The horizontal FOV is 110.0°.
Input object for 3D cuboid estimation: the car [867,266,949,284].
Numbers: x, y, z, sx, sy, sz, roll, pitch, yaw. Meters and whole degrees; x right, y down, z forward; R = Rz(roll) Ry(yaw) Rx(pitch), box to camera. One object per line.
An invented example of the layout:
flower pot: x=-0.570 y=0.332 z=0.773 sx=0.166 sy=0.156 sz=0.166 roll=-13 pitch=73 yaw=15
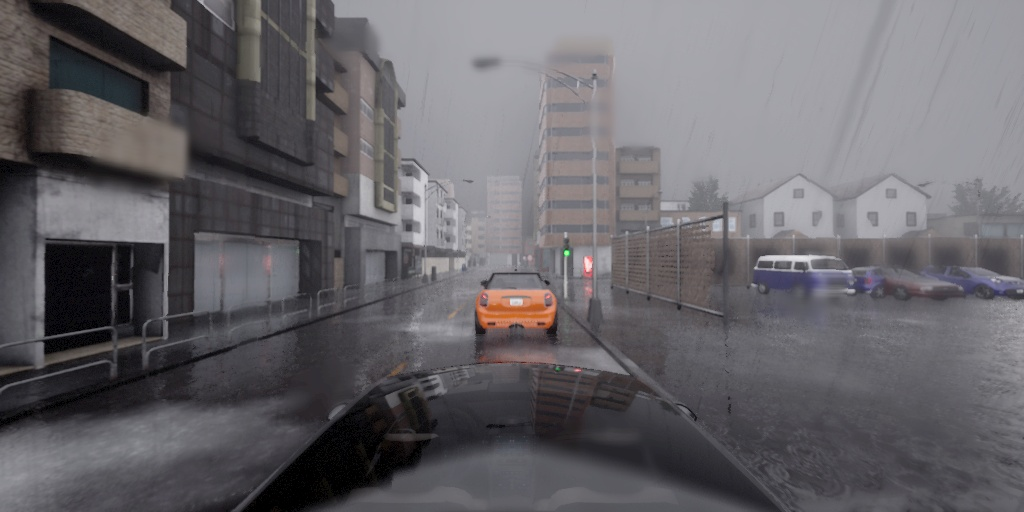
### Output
car: x=35.077 y=1.535 z=31.863 sx=4.718 sy=1.301 sz=1.895 roll=0 pitch=0 yaw=0

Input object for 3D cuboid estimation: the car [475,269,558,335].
car: x=0.102 y=1.157 z=10.851 sx=2.097 sy=1.767 sz=4.553 roll=0 pitch=0 yaw=0
